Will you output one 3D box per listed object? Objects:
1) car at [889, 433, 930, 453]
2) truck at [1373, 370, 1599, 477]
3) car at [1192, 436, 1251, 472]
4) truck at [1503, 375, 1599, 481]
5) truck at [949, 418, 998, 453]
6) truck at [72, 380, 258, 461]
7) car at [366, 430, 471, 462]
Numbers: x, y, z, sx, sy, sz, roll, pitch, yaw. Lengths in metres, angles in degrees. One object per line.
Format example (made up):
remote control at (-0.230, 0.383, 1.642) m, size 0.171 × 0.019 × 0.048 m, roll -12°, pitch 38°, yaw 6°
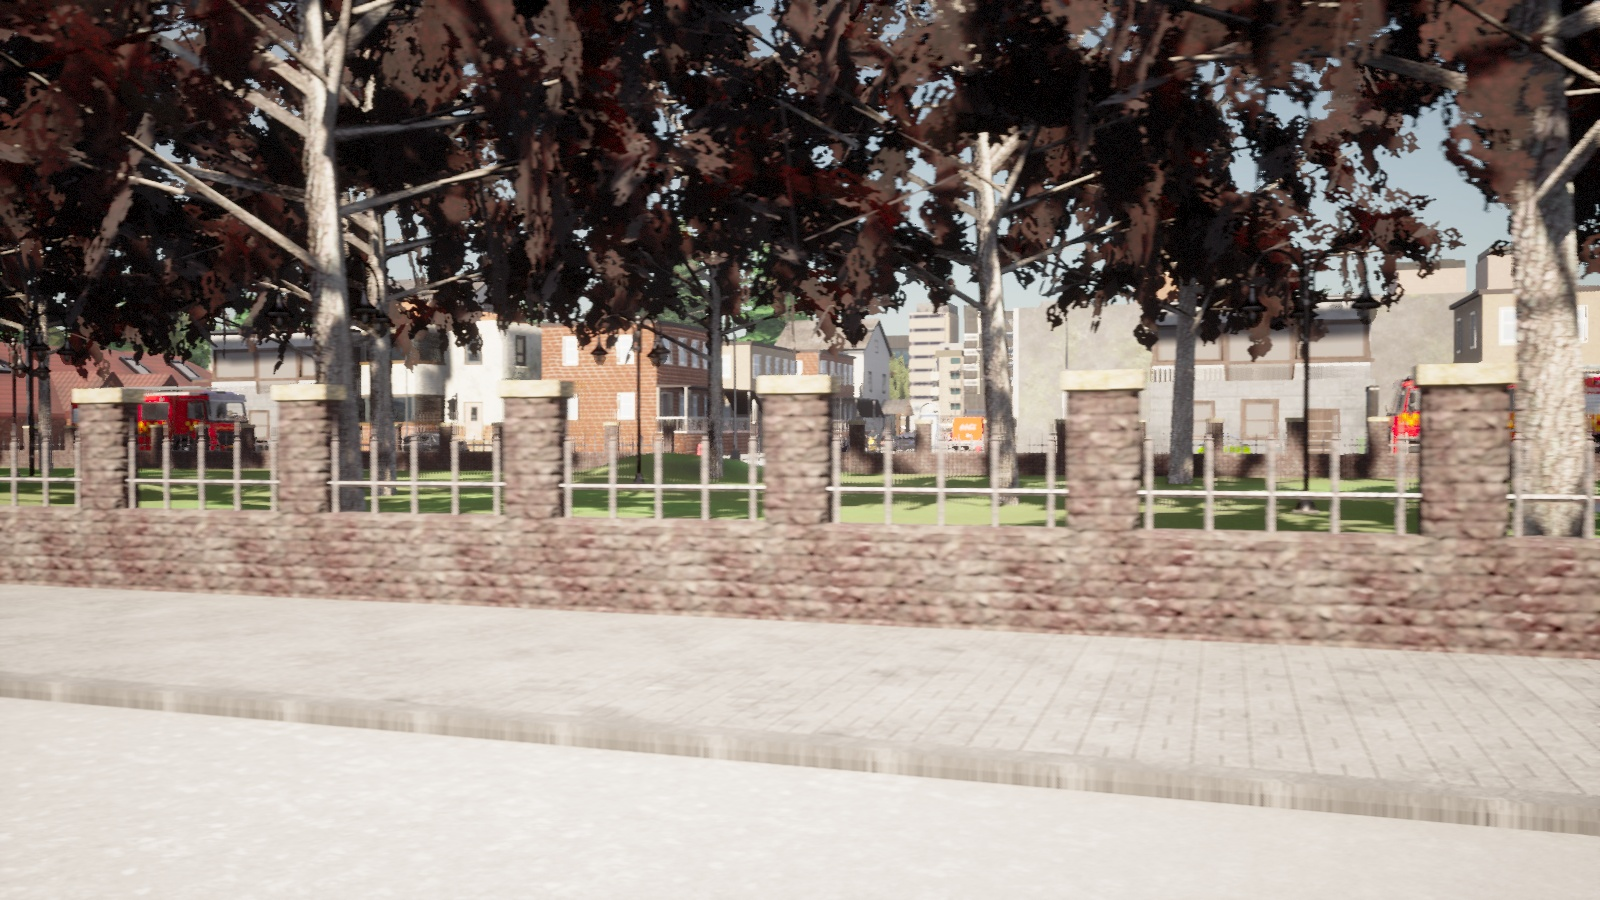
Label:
car at (7.912, -0.532, 90.689) m, size 1.994 × 1.385 × 4.181 m, roll 1°, pitch 1°, yaw 19°
truck at (26.200, -0.989, 46.868) m, size 8.468 × 3.827 × 2.891 m, roll 1°, pitch 1°, yaw 19°
car at (16.798, 0.143, 50.058) m, size 2.207 × 1.376 × 1.481 m, roll 1°, pitch 1°, yaw 19°
truck at (28.274, -0.721, 41.953) m, size 7.936 × 3.462 × 2.891 m, roll 1°, pitch 1°, yaw 19°
truck at (12.884, -1.099, 92.897) m, size 2.627 × 2.467 × 5.204 m, roll 1°, pitch 1°, yaw 19°
truck at (-31.340, -1.449, 61.990) m, size 8.468 × 3.827 × 2.891 m, roll 0°, pitch 1°, yaw 16°
car at (-18.801, -0.229, 61.948) m, size 4.892 × 1.490 × 1.837 m, roll 1°, pitch 1°, yaw 22°
